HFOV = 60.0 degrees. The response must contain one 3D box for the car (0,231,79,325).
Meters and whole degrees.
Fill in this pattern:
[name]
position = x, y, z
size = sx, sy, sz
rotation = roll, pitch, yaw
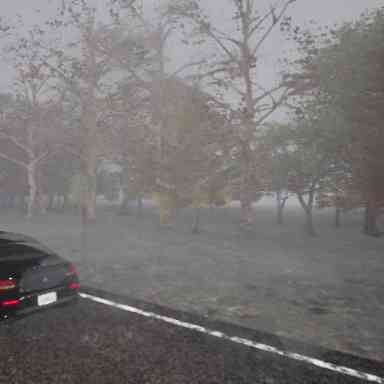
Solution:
[car]
position = -4.117, 1.512, 6.517
size = 4.674, 1.442, 1.812
rotation = -1, -1, 36
